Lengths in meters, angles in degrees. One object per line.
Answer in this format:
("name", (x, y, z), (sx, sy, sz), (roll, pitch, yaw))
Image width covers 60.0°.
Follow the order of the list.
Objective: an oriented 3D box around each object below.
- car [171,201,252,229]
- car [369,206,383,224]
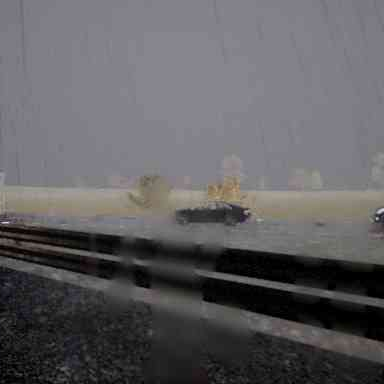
("car", (1.141, 1.313, 20.013), (4.902, 1.511, 2.128), (0, 0, 18))
("car", (13.119, 1.127, 19.717), (4.553, 1.767, 2.097), (0, 0, 18))
